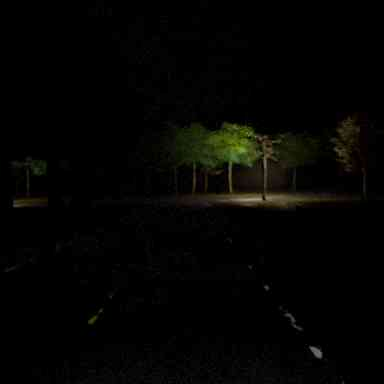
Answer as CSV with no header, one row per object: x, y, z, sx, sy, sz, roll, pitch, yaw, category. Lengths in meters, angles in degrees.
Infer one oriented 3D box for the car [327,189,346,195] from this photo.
36.018,-0.065,82.984,4.181,1.385,1.994,-2,3,0,car

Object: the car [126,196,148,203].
-12.596,1.625,75.869,5.008,1.535,1.882,-1,3,0,car
